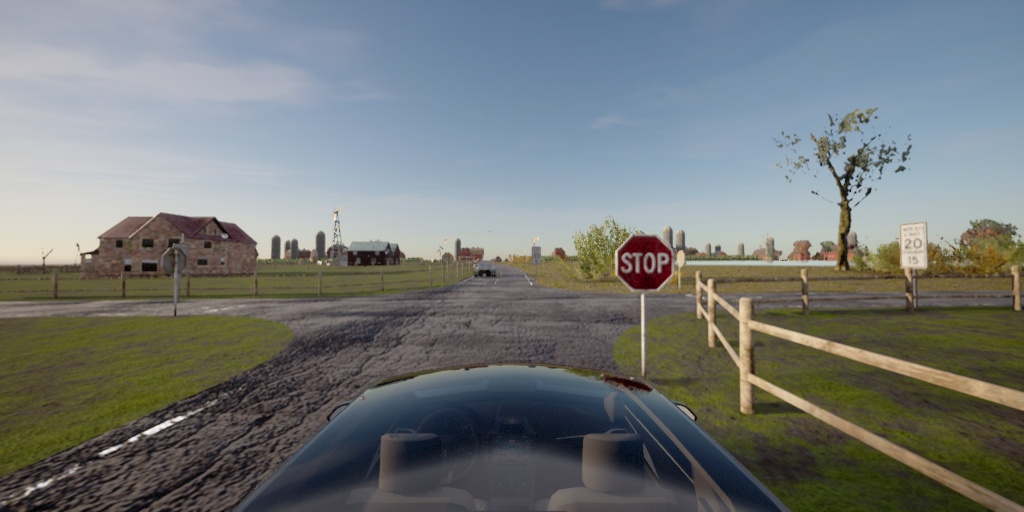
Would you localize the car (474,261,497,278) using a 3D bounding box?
[{"bbox_3d":[-2.645,1.271,36.550,2.097,1.767,4.553,0,0,0],"label":"car"}]
